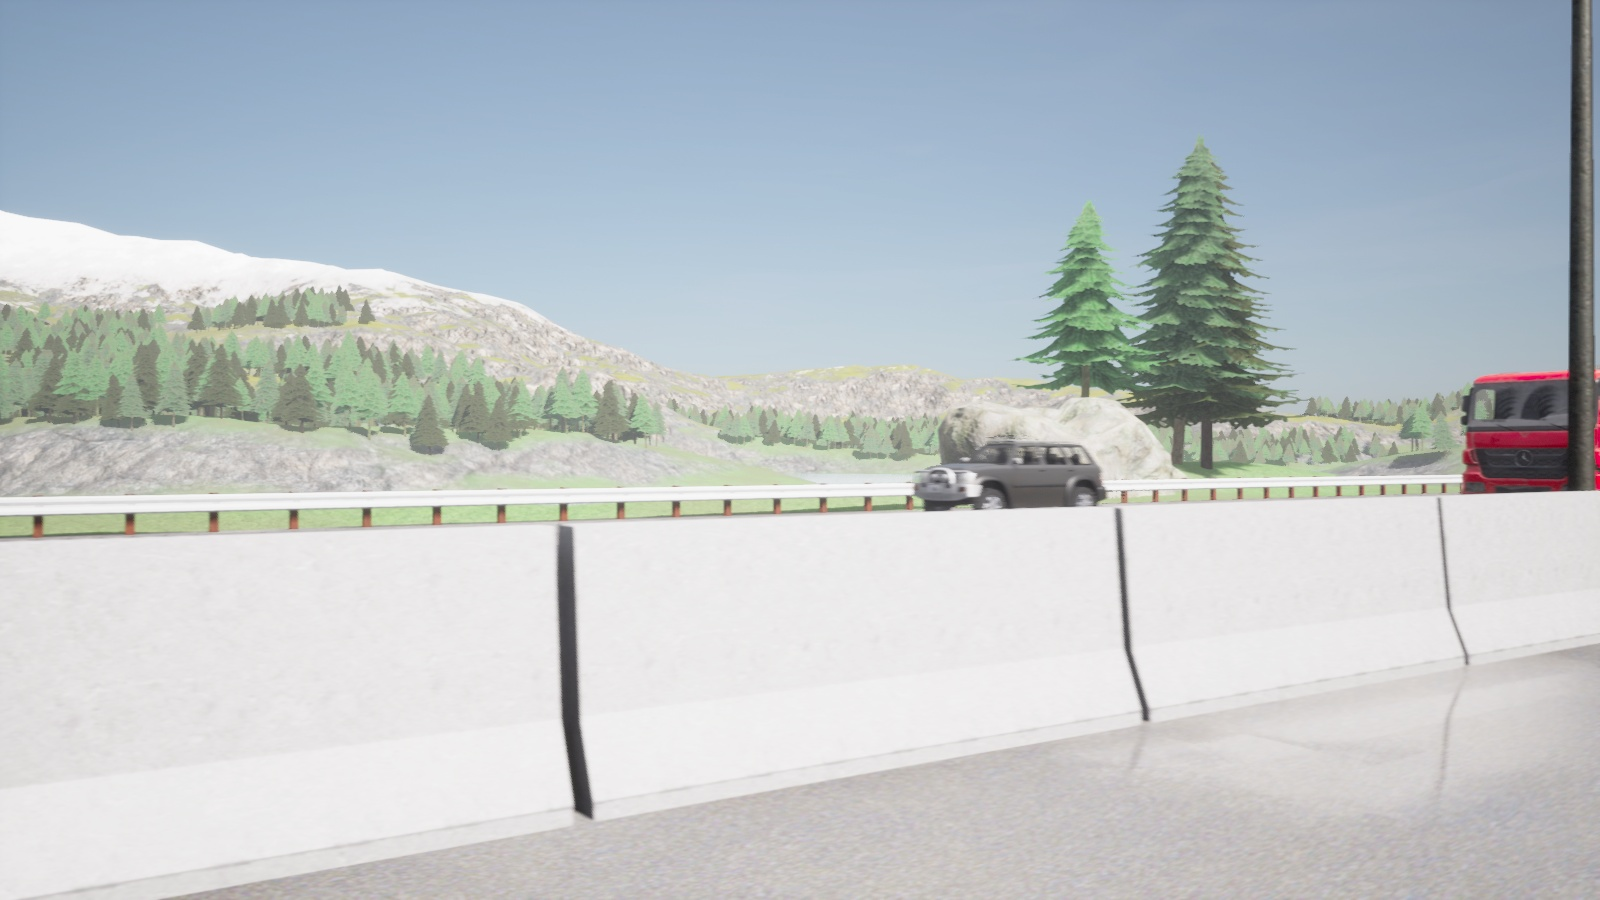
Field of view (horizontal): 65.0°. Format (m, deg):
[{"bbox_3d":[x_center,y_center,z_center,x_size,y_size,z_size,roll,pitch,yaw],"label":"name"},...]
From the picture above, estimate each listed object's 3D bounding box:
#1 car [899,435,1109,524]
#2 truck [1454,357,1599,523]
[{"bbox_3d":[4.622,0.621,28.197,4.605,1.855,1.932,0,0,-35],"label":"car"},{"bbox_3d":[18.978,-0.204,29.661,7.936,3.462,2.891,0,0,-35],"label":"truck"}]
